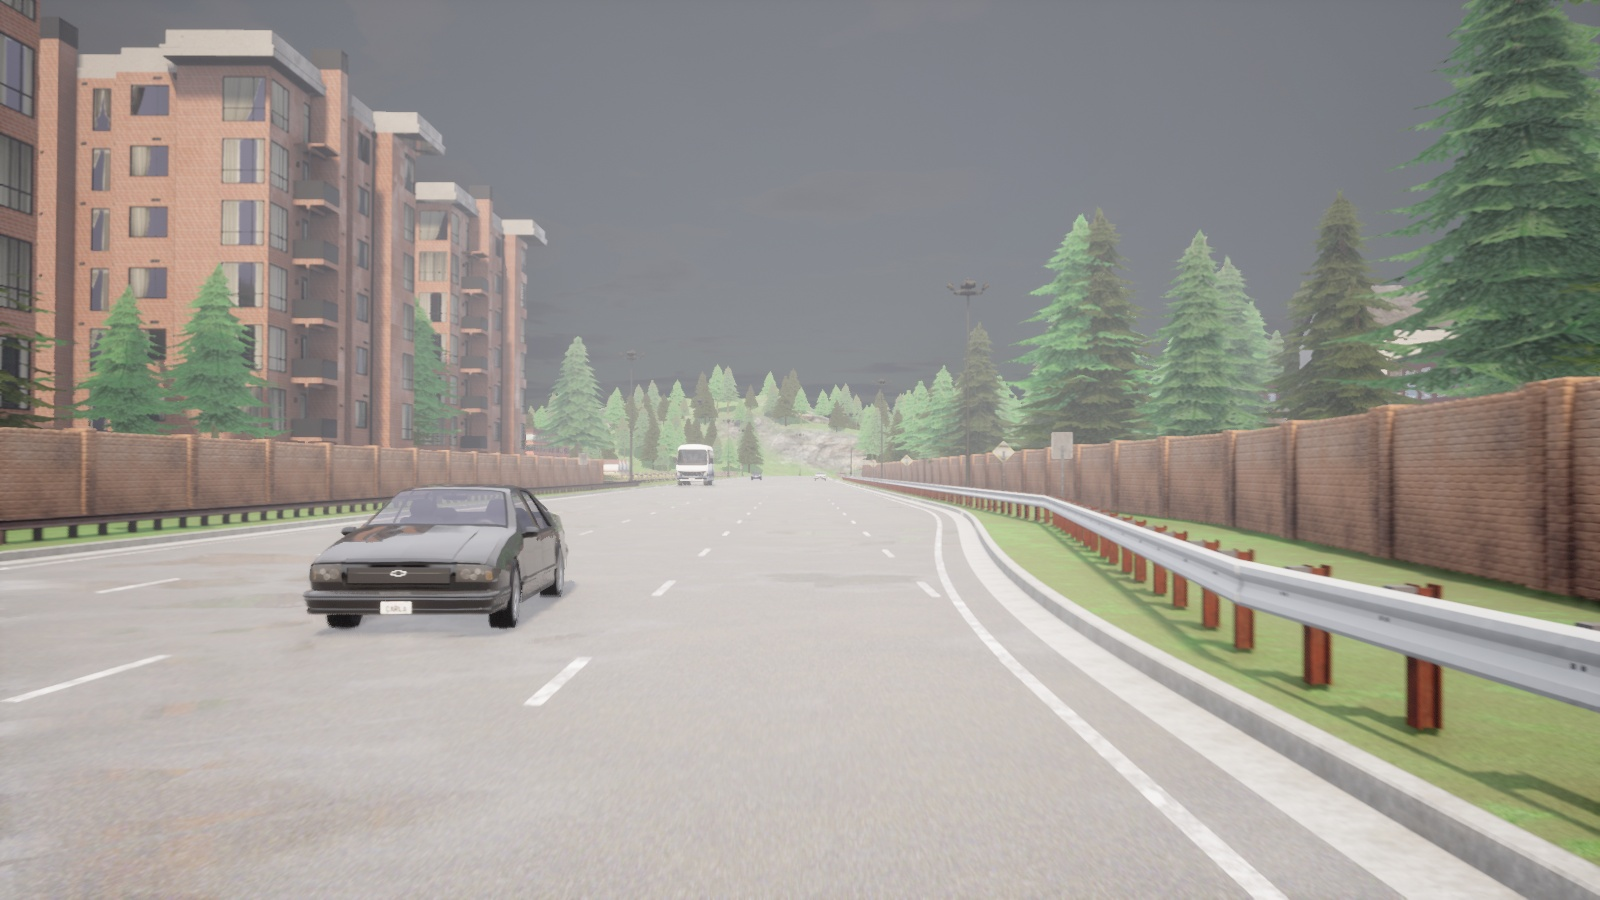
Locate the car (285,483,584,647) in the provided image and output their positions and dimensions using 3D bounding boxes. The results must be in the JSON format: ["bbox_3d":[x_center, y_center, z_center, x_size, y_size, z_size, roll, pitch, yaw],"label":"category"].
[{"bbox_3d":[-3.762,1.111,14.042,2.033,1.411,5.357,0,-1,-3],"label":"car"}]
